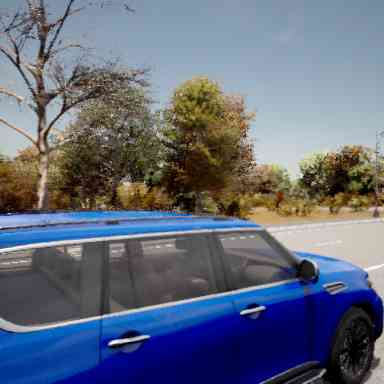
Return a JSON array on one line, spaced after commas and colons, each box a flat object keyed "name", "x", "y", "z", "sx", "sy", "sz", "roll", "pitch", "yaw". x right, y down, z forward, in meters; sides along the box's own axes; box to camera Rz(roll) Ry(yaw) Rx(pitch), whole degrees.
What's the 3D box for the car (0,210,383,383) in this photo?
[{"name": "car", "x": -0.169, "y": 1.220, "z": 3.631, "sx": 5.566, "sy": 2.045, "sz": 2.150, "roll": 0, "pitch": 0, "yaw": -35}]
